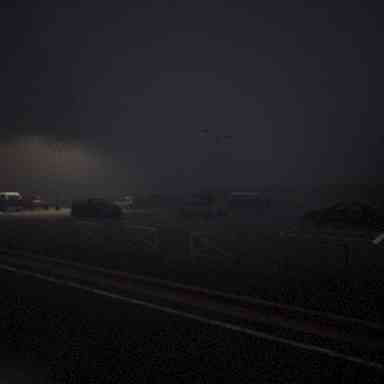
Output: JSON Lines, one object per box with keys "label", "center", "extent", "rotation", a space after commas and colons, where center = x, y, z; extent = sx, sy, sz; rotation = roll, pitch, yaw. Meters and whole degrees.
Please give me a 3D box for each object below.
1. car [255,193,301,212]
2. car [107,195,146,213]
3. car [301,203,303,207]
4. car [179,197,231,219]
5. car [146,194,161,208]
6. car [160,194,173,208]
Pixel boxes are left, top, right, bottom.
{"label": "car", "center": [10.625, 1.151, 41.224], "extent": [4.605, 1.855, 1.932], "rotation": [0, 0, 36]}
{"label": "car", "center": [-8.060, 1.407, 40.912], "extent": [3.806, 1.475, 1.970], "rotation": [0, 0, 36]}
{"label": "car", "center": [12.363, 1.360, 43.542], "extent": [3.905, 1.438, 1.784], "rotation": [0, 0, 36]}
{"label": "car", "center": [0.863, 1.399, 27.431], "extent": [3.806, 1.475, 1.970], "rotation": [0, 0, 36]}
{"label": "car", "center": [-6.374, 1.375, 43.265], "extent": [3.905, 1.438, 1.784], "rotation": [0, 0, 36]}
{"label": "car", "center": [-4.853, 1.163, 45.477], "extent": [4.605, 1.855, 1.932], "rotation": [0, 0, 36]}
